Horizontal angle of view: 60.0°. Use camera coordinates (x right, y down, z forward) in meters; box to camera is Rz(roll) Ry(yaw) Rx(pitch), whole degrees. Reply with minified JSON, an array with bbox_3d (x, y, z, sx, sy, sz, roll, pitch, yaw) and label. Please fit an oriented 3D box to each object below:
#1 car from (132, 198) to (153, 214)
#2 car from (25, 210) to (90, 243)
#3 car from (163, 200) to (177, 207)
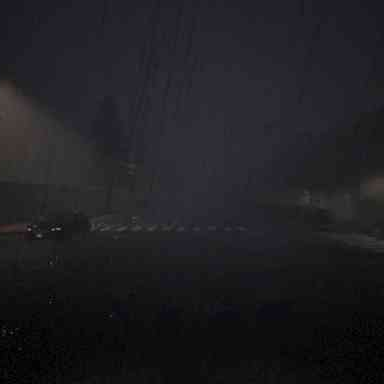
[{"bbox_3d":[-6.386,1.799,43.590,2.150,2.045,5.566,0,0,1],"label":"car"},{"bbox_3d":[-6.818,1.720,17.362,2.128,1.511,4.902,0,-1,1],"label":"car"},{"bbox_3d":[-4.522,2.366,69.556,1.837,1.490,4.892,0,-1,15],"label":"car"}]
